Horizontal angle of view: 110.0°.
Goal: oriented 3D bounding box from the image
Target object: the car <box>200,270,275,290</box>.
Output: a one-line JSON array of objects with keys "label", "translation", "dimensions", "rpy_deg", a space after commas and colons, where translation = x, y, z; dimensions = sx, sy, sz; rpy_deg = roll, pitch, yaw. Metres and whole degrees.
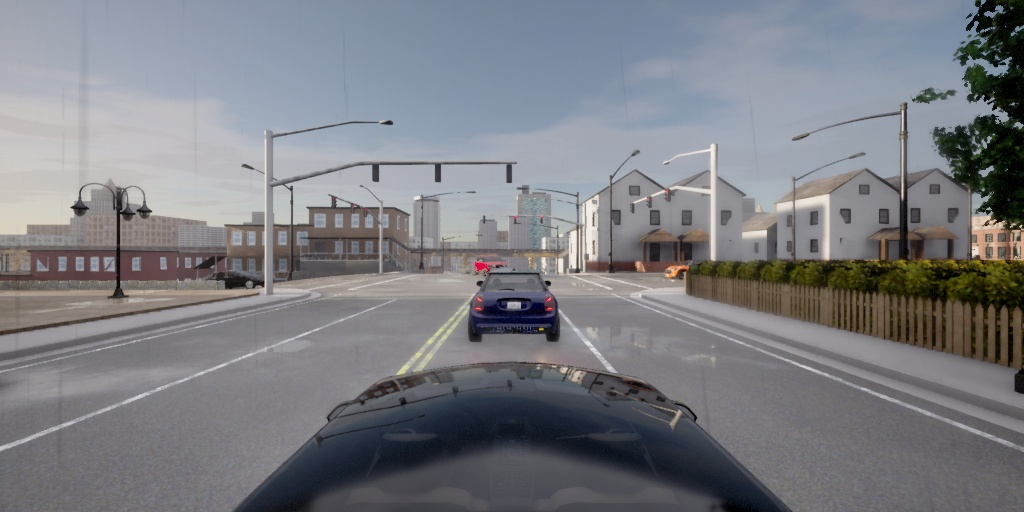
[{"label": "car", "translation": [-20.511, 1.789, 26.815], "dimensions": [4.892, 1.490, 1.837], "rpy_deg": [-5, 0, -1]}]

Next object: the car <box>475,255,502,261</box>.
[{"label": "car", "translation": [-2.073, 0.924, 33.776], "dimensions": [2.150, 2.045, 5.566], "rpy_deg": [0, 0, -22]}]

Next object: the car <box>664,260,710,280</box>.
[{"label": "car", "translation": [15.717, 1.102, 31.105], "dimensions": [4.553, 1.767, 2.097], "rpy_deg": [0, 0, -1]}]

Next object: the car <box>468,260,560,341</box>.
[{"label": "car", "translation": [0.054, 1.102, 10.009], "dimensions": [2.097, 1.767, 4.553], "rpy_deg": [0, 0, 0]}]
